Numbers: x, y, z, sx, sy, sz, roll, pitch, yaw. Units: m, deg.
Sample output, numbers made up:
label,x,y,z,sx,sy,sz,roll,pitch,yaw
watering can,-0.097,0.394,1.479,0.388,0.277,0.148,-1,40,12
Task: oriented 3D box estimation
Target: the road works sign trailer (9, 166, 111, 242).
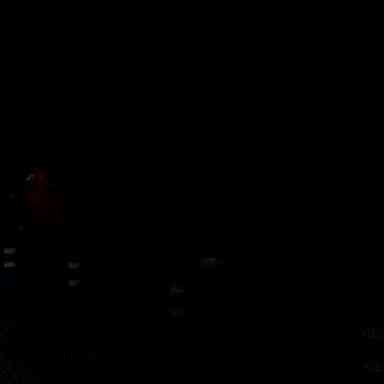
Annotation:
label,x,y,z,sx,sy,sz,roll,pitch,yaw
road works sign trailer,-4.896,0.814,12.145,3.560,2.880,2.380,3,-41,36
